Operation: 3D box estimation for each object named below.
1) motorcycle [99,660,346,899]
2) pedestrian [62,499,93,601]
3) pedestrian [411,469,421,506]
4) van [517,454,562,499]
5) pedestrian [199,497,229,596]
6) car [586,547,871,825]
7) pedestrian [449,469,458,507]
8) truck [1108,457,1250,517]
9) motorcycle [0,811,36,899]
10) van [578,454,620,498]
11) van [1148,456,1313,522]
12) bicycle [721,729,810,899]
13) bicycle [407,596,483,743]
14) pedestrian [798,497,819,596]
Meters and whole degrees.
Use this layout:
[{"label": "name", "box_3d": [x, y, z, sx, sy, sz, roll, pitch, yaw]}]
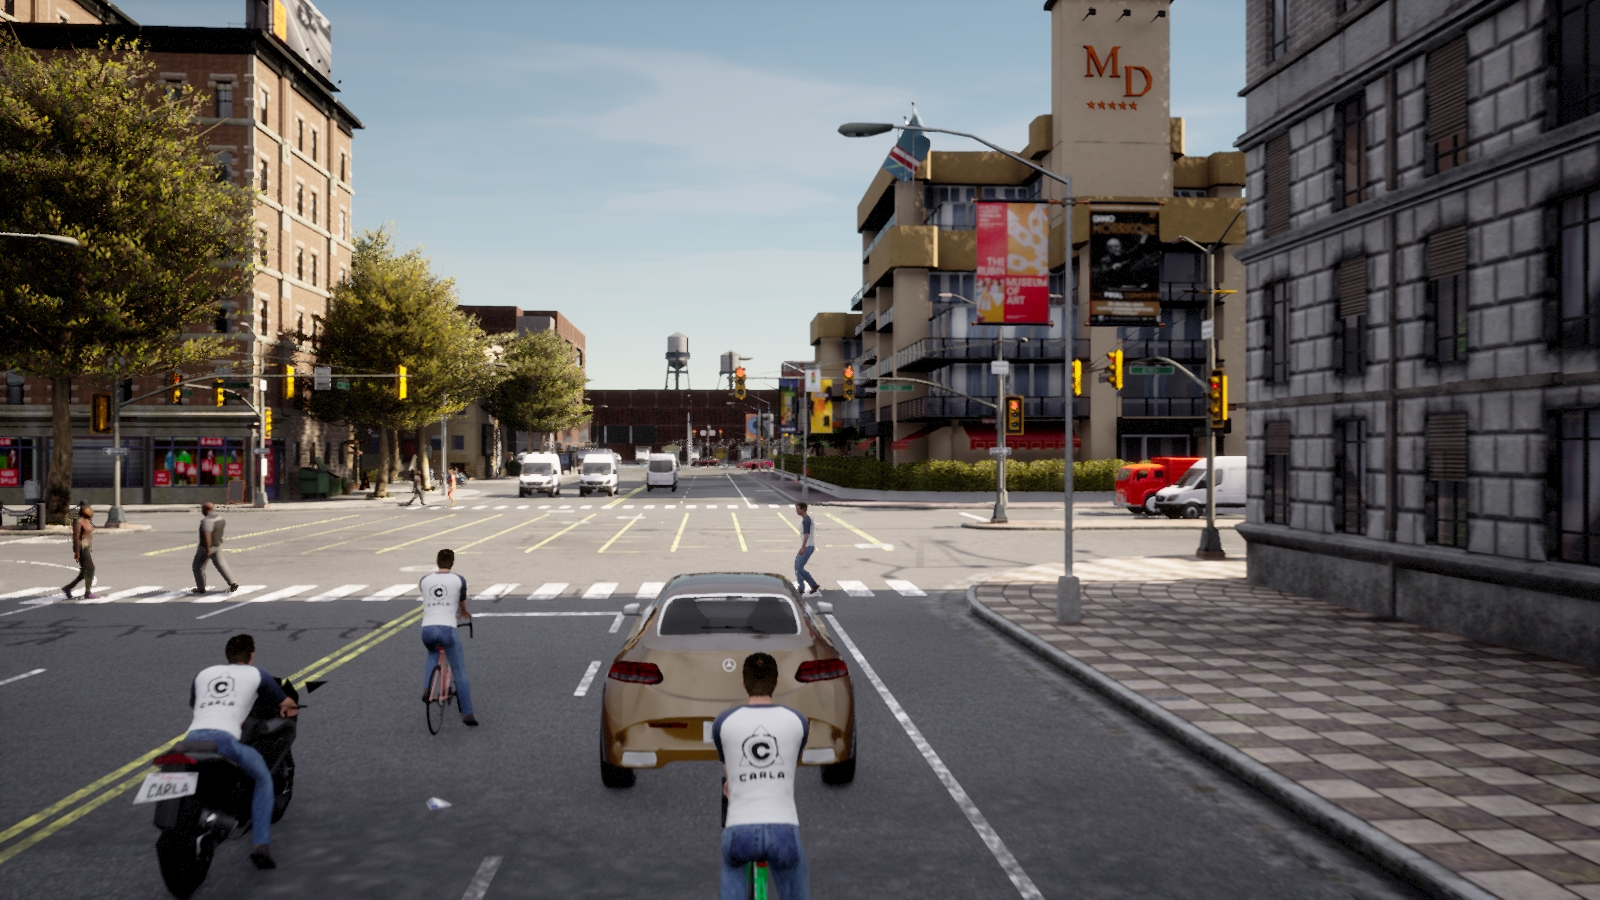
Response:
[{"label": "motorcycle", "box_3d": [-3.862, 2.213, 7.861, 0.803, 1.145, 2.033, 0, 0, -4]}, {"label": "pedestrian", "box_3d": [-13.423, 1.850, 21.227, 0.375, 1.860, 0.375, 0, 0, -13]}, {"label": "pedestrian", "box_3d": [-19.001, 1.850, 56.491, 0.375, 1.860, 0.375, 0, 0, -2]}, {"label": "van", "box_3d": [-15.704, 1.535, 69.154, 1.988, 2.561, 5.915, 0, 0, -6]}, {"label": "pedestrian", "box_3d": [-11.288, 1.850, 22.011, 0.375, 1.860, 0.375, 0, 0, 7]}, {"label": "car", "box_3d": [-0.692, 1.992, 11.156, 2.152, 1.651, 5.027, 0, 0, -4]}, {"label": "pedestrian", "box_3d": [-17.009, 1.849, 56.099, 0.375, 1.860, 0.375, 0, 0, -14]}, {"label": "truck", "box_3d": [16.348, 1.567, 49.487, 5.204, 2.467, 2.627, 0, 0, -5]}, {"label": "motorcycle", "box_3d": [-3.549, 2.170, 3.661, 0.764, 1.277, 2.356, 0, 0, -4]}, {"label": "van", "box_3d": [-12.303, 1.535, 70.214, 1.988, 2.561, 5.915, 0, 0, -4]}, {"label": "van", "box_3d": [17.286, 1.533, 46.040, 5.915, 2.561, 1.988, 0, 0, -4]}, {"label": "bicycle", "box_3d": [-0.206, 2.206, 5.763, 0.373, 1.196, 1.643, 0, 0, -4]}, {"label": "bicycle", "box_3d": [-3.625, 2.206, 11.755, 0.373, 1.196, 1.643, 0, 0, -4]}, {"label": "pedestrian", "box_3d": [0.162, 1.848, 22.016, 0.375, 1.860, 0.375, 0, 0, -5]}]
